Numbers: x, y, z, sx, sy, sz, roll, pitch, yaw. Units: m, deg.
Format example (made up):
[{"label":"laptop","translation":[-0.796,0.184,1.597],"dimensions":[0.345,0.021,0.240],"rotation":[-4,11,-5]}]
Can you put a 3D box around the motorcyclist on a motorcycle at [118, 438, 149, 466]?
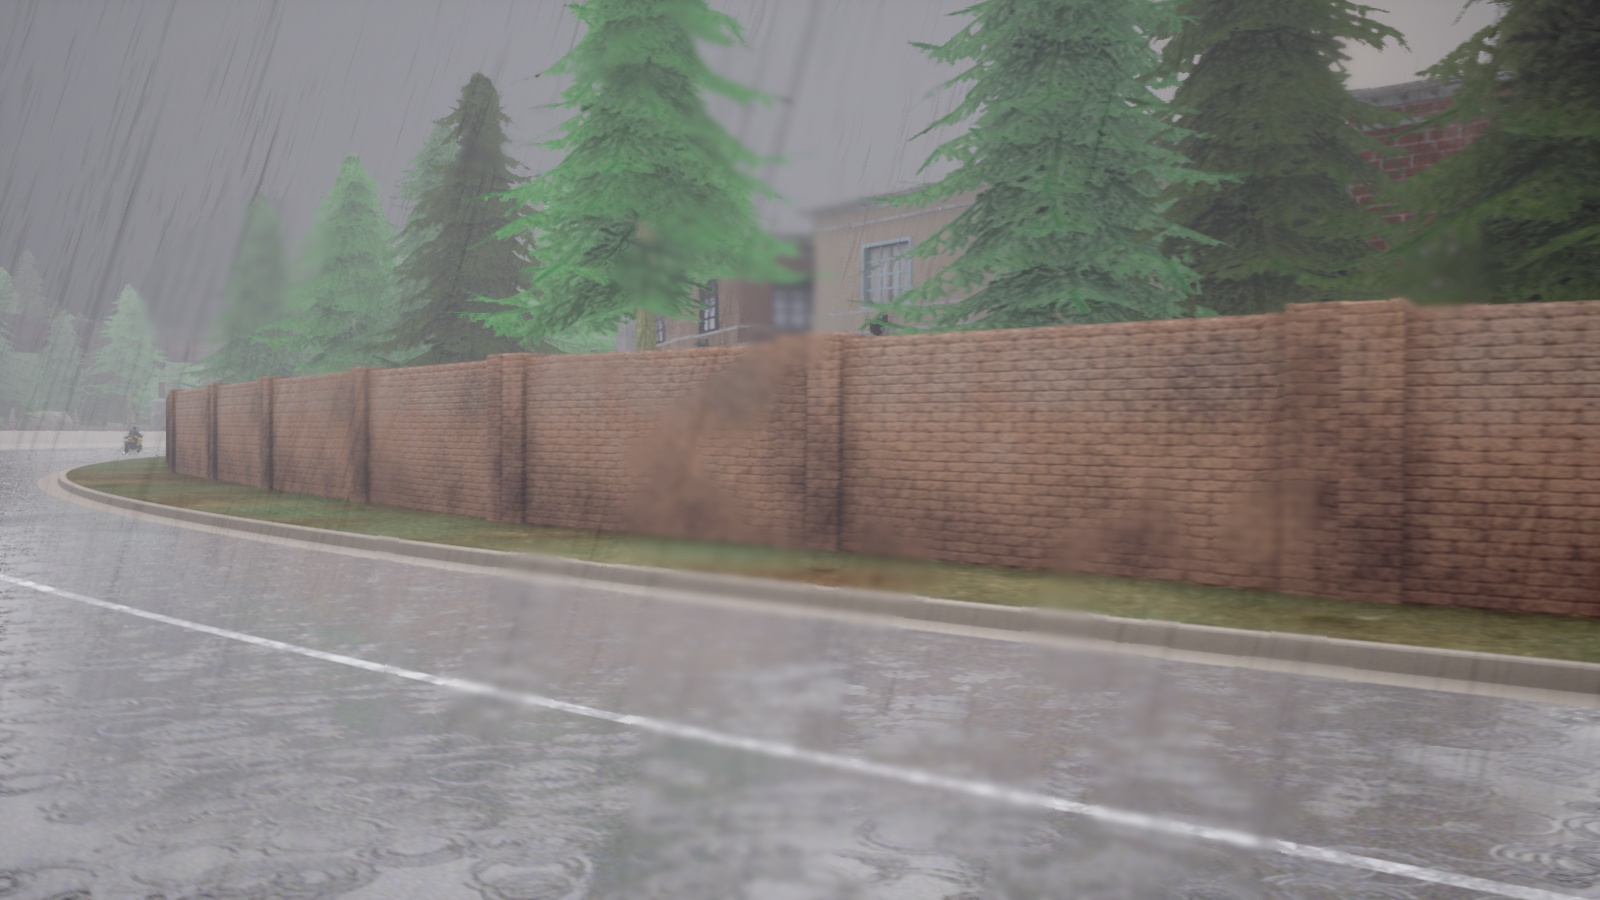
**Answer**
[{"label":"motorcyclist on a motorcycle","translation":[-36.918,0.119,69.585],"dimensions":[0.797,1.523,2.044],"rotation":[0,1,-4]}]
